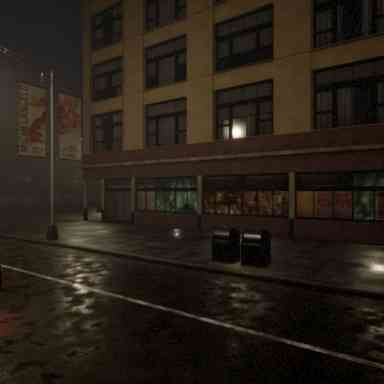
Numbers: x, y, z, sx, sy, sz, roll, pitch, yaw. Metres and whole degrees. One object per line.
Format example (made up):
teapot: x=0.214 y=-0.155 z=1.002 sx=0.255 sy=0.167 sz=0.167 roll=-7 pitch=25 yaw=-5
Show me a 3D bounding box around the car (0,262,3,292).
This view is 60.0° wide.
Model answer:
car: x=-5.832 y=1.560 z=7.719 sx=1.994 sy=1.385 sz=4.181 roll=0 pitch=0 yaw=-40
